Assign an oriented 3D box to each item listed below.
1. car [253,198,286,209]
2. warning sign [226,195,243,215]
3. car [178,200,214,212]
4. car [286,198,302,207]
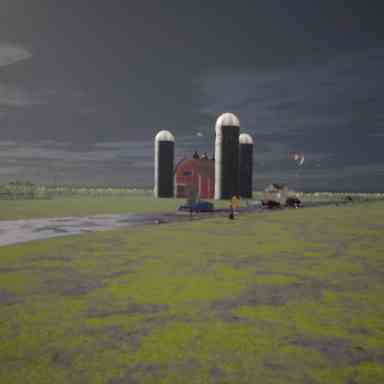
[{"bbox_3d":[11.412,1.679,48.774,2.128,1.511,4.902,1,0,36],"label":"car"},{"bbox_3d":[4.170,1.255,32.585,1.300,1.860,1.060,1,1,36],"label":"warning sign"},{"bbox_3d":[0.631,1.616,39.944,2.033,1.411,5.357,1,0,36],"label":"car"},{"bbox_3d":[17.420,1.755,57.255,1.837,1.490,4.892,1,0,36],"label":"car"}]
